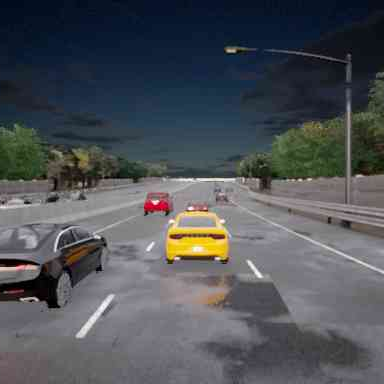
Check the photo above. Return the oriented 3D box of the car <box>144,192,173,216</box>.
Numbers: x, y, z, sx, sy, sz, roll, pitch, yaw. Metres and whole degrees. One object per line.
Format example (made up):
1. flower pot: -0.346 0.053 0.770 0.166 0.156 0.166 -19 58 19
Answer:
1. car: -2.979 0.999 30.349 2.150 2.045 5.566 0 1 2

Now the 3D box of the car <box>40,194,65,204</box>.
1. car: -20.110 0.989 46.137 2.128 1.511 4.902 0 1 3

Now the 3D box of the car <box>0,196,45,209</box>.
1. car: -13.778 1.346 26.271 1.812 1.442 4.674 0 1 1

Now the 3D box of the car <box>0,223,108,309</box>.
1. car: -3.358 1.469 7.810 2.128 1.511 4.902 0 0 0

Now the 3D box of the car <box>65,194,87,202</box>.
1. car: -16.554 0.985 47.605 1.812 1.442 4.674 0 1 3

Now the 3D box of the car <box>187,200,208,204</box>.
1. car: 0.513 1.383 29.995 1.895 1.301 4.718 0 1 1

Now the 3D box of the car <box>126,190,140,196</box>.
1. car: -12.010 0.292 67.927 1.882 1.535 5.008 0 2 3

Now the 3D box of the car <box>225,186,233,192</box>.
1. car: 10.520 -0.718 92.803 1.994 1.385 4.181 0 3 6

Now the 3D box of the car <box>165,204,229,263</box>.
1. car: 0.178 1.432 11.826 1.882 1.535 5.008 0 0 1

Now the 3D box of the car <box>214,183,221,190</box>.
1. car: 7.133 -0.850 92.640 2.097 1.767 4.553 0 3 4

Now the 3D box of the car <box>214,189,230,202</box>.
1. car: 4.816 0.767 54.542 1.812 1.442 4.674 0 2 3
